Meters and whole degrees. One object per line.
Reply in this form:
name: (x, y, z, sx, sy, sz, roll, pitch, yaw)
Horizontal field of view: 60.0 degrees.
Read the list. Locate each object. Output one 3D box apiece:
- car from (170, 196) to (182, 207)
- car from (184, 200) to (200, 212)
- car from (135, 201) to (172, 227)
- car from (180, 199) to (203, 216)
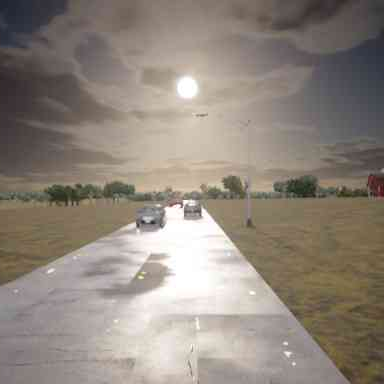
car: (-2.810, 1.779, 61.130, 2.150, 2.045, 5.566, 0, -1, 0)
car: (0.051, 1.894, 45.505, 2.033, 1.411, 5.357, 0, -1, 1)
car: (-2.850, 1.662, 23.974, 2.128, 1.511, 4.902, 0, -1, 0)
car: (0.083, 1.746, 35.528, 2.128, 1.511, 4.902, 0, -1, 0)
